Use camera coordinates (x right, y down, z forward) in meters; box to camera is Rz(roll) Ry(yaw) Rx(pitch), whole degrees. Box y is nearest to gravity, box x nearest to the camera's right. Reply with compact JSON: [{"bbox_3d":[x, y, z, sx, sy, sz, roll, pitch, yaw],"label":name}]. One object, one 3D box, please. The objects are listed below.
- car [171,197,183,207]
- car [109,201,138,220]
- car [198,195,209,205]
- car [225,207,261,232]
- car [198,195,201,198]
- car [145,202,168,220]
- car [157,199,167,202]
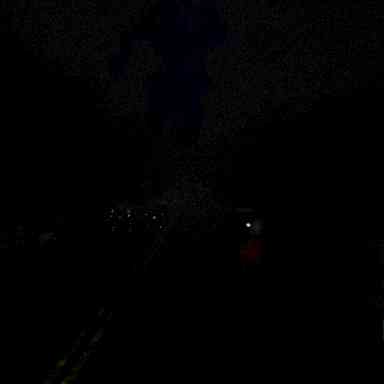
[{"bbox_3d":[-3.248,2.106,72.598,2.150,2.045,5.566,0,0,0],"label":"car"},{"bbox_3d":[-6.593,1.758,32.577,2.097,1.767,4.553,0,-1,0],"label":"car"},{"bbox_3d":[3.252,2.290,83.604,2.033,1.649,4.856,0,1,0],"label":"car"},{"bbox_3d":[3.349,1.749,22.172,1.837,1.490,4.892,0,-1,0],"label":"car"},{"bbox_3d":[3.252,2.262,94.601,1.994,1.385,4.181,0,1,0],"label":"car"},{"bbox_3d":[-3.347,1.950,32.363,2.033,1.411,5.357,0,-1,0],"label":"car"},{"bbox_3d":[-6.498,2.350,73.044,1.882,1.535,5.008,0,0,0],"label":"car"}]
